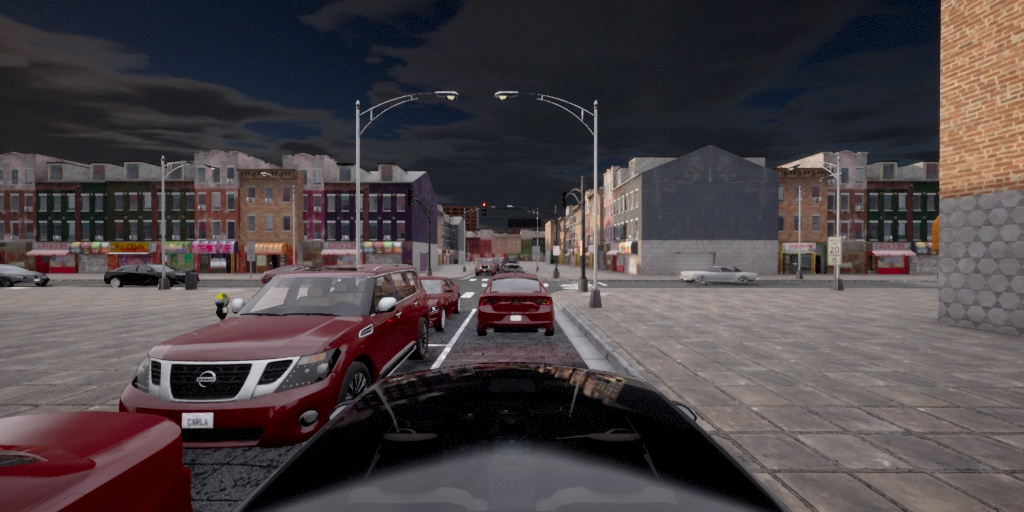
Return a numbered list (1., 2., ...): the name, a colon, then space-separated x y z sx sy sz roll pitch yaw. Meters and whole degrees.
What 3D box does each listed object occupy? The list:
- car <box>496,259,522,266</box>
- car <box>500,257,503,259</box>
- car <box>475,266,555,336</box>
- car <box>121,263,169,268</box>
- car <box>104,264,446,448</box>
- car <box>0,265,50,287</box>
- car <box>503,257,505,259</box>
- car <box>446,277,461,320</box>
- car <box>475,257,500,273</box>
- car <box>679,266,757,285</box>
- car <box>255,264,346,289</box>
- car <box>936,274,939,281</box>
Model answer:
1. car: -0.096 1.261 32.726 1.837 1.490 4.892 -3 0 -7
2. car: -2.666 1.081 48.226 2.192 1.841 5.009 0 0 0
3. car: 0.091 1.227 10.427 1.882 1.535 5.008 0 0 0
4. car: -22.810 1.221 22.834 5.008 1.535 1.882 0 0 0
5. car: -2.641 1.064 5.529 2.192 1.841 5.009 0 0 0
6. car: -32.607 1.266 22.845 4.674 1.442 1.812 0 0 0
7. car: -2.675 1.337 64.506 2.007 1.370 4.403 0 0 0
8. car: -2.644 1.294 10.963 1.888 1.381 4.507 0 0 0
9. car: -2.659 1.073 37.372 2.192 1.841 5.009 0 0 0
10. car: 14.673 1.363 25.740 4.718 1.301 1.895 0 0 0
11. car: -13.352 1.278 22.860 4.674 1.442 1.812 0 0 -1
12. car: 33.483 1.319 25.705 4.674 1.442 1.812 0 0 0
